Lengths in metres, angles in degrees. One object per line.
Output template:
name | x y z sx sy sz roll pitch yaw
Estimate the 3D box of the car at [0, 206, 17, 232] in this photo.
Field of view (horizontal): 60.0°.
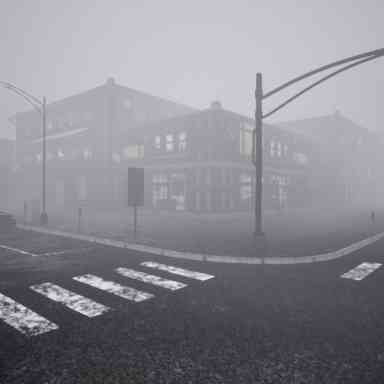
car | -10.441 1.338 16.990 4.206 1.307 1.802 1 0 40
